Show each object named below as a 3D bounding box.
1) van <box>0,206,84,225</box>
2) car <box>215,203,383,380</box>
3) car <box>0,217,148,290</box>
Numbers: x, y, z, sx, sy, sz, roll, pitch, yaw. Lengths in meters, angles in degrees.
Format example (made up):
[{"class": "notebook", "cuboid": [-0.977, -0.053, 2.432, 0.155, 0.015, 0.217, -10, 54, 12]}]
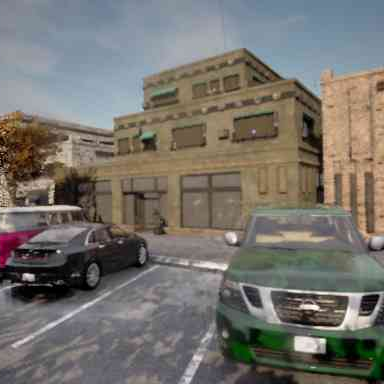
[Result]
[{"class": "van", "cuboid": [-5.210, 1.480, 11.268, 1.878, 1.987, 4.442, -2, -2, 15]}, {"class": "car", "cuboid": [1.928, 1.254, 6.047, 2.435, 2.045, 5.566, 0, -1, 15]}, {"class": "car", "cuboid": [-2.855, 1.617, 9.456, 2.231, 1.521, 4.892, -2, -2, 15]}]
